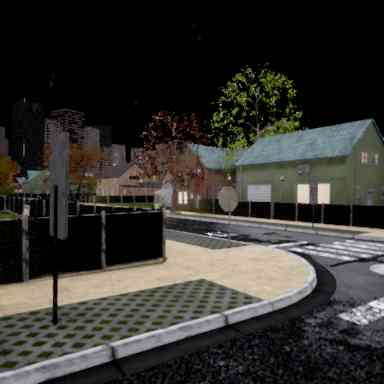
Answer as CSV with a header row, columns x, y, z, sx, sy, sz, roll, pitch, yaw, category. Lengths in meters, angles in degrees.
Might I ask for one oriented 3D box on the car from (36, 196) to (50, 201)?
x,y,z,sx,sy,sz,roll,pitch,yaw,category
-20.319,1.267,45.867,1.837,1.490,4.892,1,0,-37,car
